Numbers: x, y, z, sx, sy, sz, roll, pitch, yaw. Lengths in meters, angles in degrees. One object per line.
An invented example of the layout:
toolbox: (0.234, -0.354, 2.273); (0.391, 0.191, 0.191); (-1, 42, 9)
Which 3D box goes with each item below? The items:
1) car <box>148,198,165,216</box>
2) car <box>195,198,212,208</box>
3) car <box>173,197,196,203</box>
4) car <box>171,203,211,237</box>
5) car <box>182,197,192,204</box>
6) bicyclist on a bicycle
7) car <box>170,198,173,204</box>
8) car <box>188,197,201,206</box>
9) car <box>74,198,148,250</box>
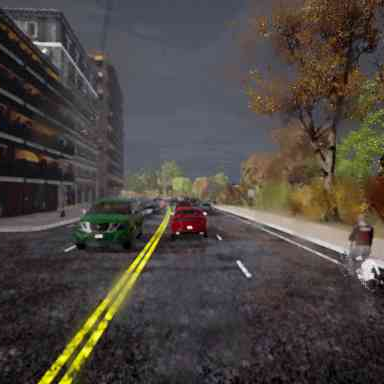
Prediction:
car: (-4.270, 1.698, 35.063); (2.128, 1.511, 4.902); (0, 0, -3)
car: (1.672, 1.760, 47.646); (2.128, 1.511, 4.902); (0, 0, -4)
car: (-0.942, 1.694, 37.337); (1.882, 1.535, 5.008); (0, 0, -3)
car: (-0.180, 1.589, 18.695); (1.882, 1.535, 5.008); (0, 0, -1)
car: (-1.140, 1.925, 77.805); (1.837, 1.490, 4.892); (0, 0, -7)
bicyclist on a bicycle: (4.074, 1.419, 8.202); (0.659, 1.776, 1.843); (0, 0, -1)
car: (-3.947, 1.948, 73.607); (2.033, 1.411, 5.357); (0, 0, -6)
car: (0.441, 1.824, 62.300); (1.882, 1.535, 5.008); (0, 0, -5)
car: (-3.539, 1.314, 15.157); (2.150, 2.045, 5.566); (0, 0, -1)
